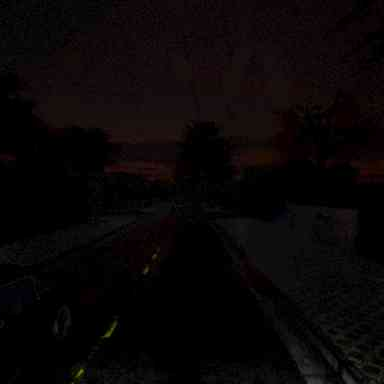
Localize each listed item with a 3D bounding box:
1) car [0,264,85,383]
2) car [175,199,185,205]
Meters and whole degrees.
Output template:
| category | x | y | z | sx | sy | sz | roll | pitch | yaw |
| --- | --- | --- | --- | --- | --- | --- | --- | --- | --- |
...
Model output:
| category | x | y | z | sx | sy | sz | roll | pitch | yaw |
| --- | --- | --- | --- | --- | --- | --- | --- | --- | --- |
| car | -2.850 | 1.641 | 3.722 | 1.895 | 1.301 | 4.718 | 0 | -1 | 0 |
| car | -2.634 | 2.223 | 74.896 | 2.128 | 1.511 | 4.902 | 0 | 0 | 1 |
